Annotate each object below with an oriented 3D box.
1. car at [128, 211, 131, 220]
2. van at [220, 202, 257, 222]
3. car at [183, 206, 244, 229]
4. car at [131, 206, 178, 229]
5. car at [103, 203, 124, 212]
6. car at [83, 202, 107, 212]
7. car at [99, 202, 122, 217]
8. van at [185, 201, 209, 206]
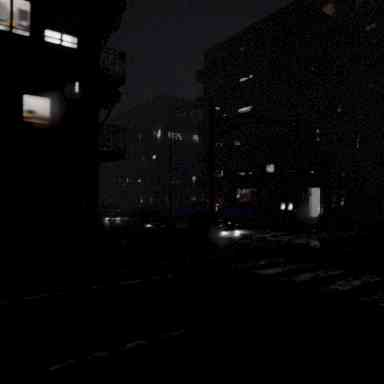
[{"bbox_3d":[-4.517,2.076,32.209,1.994,1.385,4.181,0,-1,-37],"label":"car"},{"bbox_3d":[4.015,1.802,30.355,1.690,1.788,3.998,-1,0,-36],"label":"van"},{"bbox_3d":[1.374,1.947,24.184,1.994,1.385,4.181,0,-1,-36],"label":"car"},{"bbox_3d":[-2.726,1.994,25.436,1.802,1.307,4.206,0,0,-36],"label":"car"},{"bbox_3d":[-12.564,2.408,52.927,1.802,1.307,4.206,-1,0,-36],"label":"car"},{"bbox_3d":[-15.353,2.318,52.365,2.128,1.511,4.902,0,-1,-36],"label":"car"},{"bbox_3d":[-10.446,2.244,40.294,1.895,1.301,4.718,0,-1,-36],"label":"car"},{"bbox_3d":[0.698,1.875,34.870,1.690,1.788,3.998,-1,0,-36],"label":"van"}]
